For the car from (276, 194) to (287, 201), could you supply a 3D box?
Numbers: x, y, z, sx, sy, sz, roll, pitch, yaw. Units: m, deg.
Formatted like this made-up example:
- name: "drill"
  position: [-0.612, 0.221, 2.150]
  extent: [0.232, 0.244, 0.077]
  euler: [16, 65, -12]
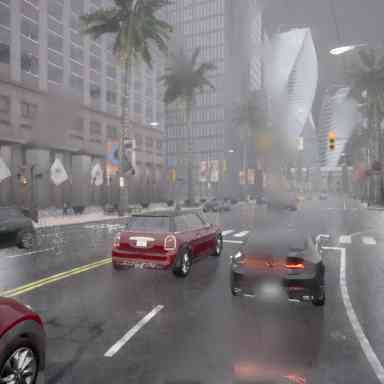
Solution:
- name: "car"
  position: [24.019, 1.354, 89.180]
  extent: [2.185, 1.767, 4.553]
  euler: [0, 0, 24]

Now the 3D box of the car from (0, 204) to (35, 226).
- name: "car"
  position: [-7.861, 1.352, 11.736]
  extent: [2.097, 1.767, 4.553]
  euler: [0, 0, 20]

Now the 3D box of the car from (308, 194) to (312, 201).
- name: "car"
  position: [29.151, 1.338, 84.489]
  extent: [2.097, 1.767, 4.553]
  euler: [0, 0, 24]

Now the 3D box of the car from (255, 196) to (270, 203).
- name: "car"
  position: [14.795, 1.513, 69.282]
  extent: [2.161, 1.482, 4.786]
  euler: [0, 0, 24]

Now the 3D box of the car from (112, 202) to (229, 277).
- name: "car"
  position: [-0.533, 1.352, 10.591]
  extent: [2.097, 1.767, 4.553]
  euler: [0, 0, 21]

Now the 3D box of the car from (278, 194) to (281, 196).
- name: "car"
  position: [17.898, 1.478, 68.393]
  extent: [1.882, 1.535, 5.008]
  euler: [0, 0, 25]

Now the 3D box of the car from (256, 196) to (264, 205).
- name: "car"
  position: [12.674, 1.478, 57.213]
  extent: [1.882, 1.535, 5.008]
  euler: [0, 0, 25]

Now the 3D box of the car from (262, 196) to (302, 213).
- name: "car"
  position: [10.128, 1.547, 38.091]
  extent: [2.033, 1.411, 5.357]
  euler: [0, 0, -6]

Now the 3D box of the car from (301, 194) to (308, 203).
- name: "car"
  position: [22.914, 1.478, 70.923]
  extent: [1.882, 1.535, 5.008]
  euler: [0, 0, 25]

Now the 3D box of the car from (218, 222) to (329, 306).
- name: "car"
  position: [2.251, 1.505, 8.224]
  extent: [1.837, 1.490, 4.892]
  euler: [0, 0, 20]

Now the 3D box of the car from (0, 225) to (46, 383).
- name: "car"
  position: [-2.960, 1.352, 2.123]
  extent: [2.097, 1.767, 4.553]
  euler: [0, 0, 7]

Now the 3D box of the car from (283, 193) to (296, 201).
- name: "car"
  position: [24.023, 1.225, 81.656]
  extent: [2.150, 2.045, 5.566]
  euler: [0, 0, 25]

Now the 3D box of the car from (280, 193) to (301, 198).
- name: "car"
  position: [17.926, 1.352, 60.219]
  extent: [2.097, 1.767, 4.553]
  euler: [0, 0, 25]

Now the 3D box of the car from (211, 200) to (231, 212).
- name: "car"
  position: [2.646, 1.564, 35.449]
  extent: [1.994, 1.385, 4.181]
  euler: [0, 0, 25]
